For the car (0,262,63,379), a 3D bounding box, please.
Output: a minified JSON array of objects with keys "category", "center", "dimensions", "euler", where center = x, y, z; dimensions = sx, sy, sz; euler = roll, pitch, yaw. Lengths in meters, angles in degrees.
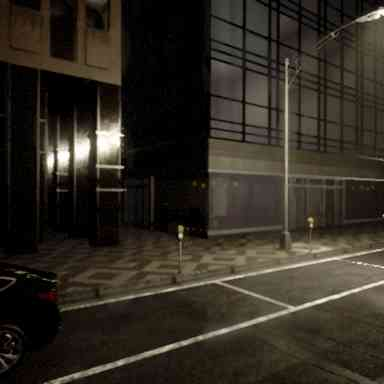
[{"category":"car","center":[-3.813,1.561,3.927],"dimensions":[4.313,1.339,1.947],"euler":[1,-1,-36]}]
